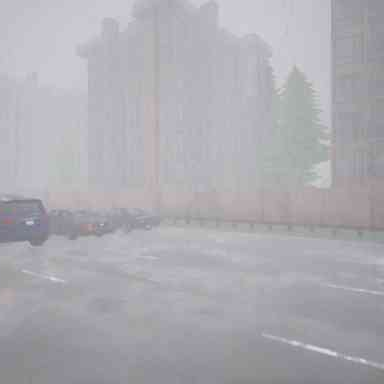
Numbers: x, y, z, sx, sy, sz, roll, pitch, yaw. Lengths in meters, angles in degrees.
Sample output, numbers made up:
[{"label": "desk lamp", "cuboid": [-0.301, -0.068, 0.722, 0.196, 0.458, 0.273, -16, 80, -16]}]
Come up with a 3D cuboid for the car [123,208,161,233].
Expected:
[{"label": "car", "cuboid": [-4.219, 1.614, 19.776, 4.718, 1.301, 1.895, 0, 0, 36]}]

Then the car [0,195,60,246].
[{"label": "car", "cuboid": [-8.284, 1.255, 14.078, 5.566, 2.045, 2.150, 0, 0, 36]}]

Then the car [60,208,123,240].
[{"label": "car", "cuboid": [-6.227, 1.560, 16.910, 5.357, 1.411, 2.033, 0, 0, 36]}]

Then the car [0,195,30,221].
[{"label": "car", "cuboid": [-16.431, 1.255, 28.487, 5.566, 2.045, 2.150, 0, 0, 36]}]
